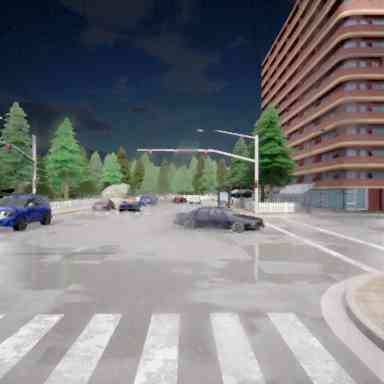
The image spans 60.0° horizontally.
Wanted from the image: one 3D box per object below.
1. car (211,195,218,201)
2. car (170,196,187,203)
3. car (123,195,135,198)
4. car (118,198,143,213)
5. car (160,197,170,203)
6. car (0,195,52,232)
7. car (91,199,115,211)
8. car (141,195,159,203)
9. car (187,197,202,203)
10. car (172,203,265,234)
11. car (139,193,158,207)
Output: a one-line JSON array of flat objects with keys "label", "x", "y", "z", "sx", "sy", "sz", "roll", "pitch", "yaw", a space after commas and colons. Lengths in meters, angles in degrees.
[{"label": "car", "x": 6.722, "y": 1.513, "z": 81.955, "sx": 1.812, "sy": 1.442, "sz": 4.674, "roll": 0, "pitch": 0, "yaw": 44}, {"label": "car", "x": -2.160, "y": 1.469, "z": 64.357, "sx": 1.882, "sy": 1.535, "sz": 5.008, "roll": 0, "pitch": 0, "yaw": 12}, {"label": "car", "x": -10.331, "y": 1.346, "z": 53.805, "sx": 2.097, "sy": 1.767, "sz": 4.553, "roll": 0, "pitch": 0, "yaw": 2}, {"label": "car", "x": -6.874, "y": 1.596, "z": 36.723, "sx": 1.895, "sy": 1.301, "sz": 4.718, "roll": 0, "pitch": 0, "yaw": -2}, {"label": "car", "x": -5.026, "y": 1.591, "z": 68.139, "sx": 1.895, "sy": 1.301, "sz": 4.718, "roll": 0, "pitch": 0, "yaw": 15}, {"label": "car", "x": -10.571, "y": 1.223, "z": 20.397, "sx": 2.150, "sy": 2.045, "sz": 5.566, "roll": 0, "pitch": 0, "yaw": 0}, {"label": "car", "x": -10.534, "y": 1.520, "z": 40.001, "sx": 1.812, "sy": 1.442, "sz": 4.674, "roll": 0, "pitch": 0, "yaw": 0}, {"label": "car", "x": -8.540, "y": 1.468, "z": 68.775, "sx": 1.882, "sy": 1.535, "sz": 5.008, "roll": 0, "pitch": 0, "yaw": 16}, {"label": "car", "x": 0.760, "y": 1.592, "z": 61.382, "sx": 1.895, "sy": 1.301, "sz": 4.718, "roll": 0, "pitch": 0, "yaw": 8}, {"label": "car", "x": 1.453, "y": 1.584, "z": 19.563, "sx": 5.357, "sy": 1.411, "sz": 2.033, "roll": 0, "pitch": 0, "yaw": 29}, {"label": "car", "x": -6.931, "y": 1.215, "z": 52.320, "sx": 2.150, "sy": 2.045, "sz": 5.566, "roll": 0, "pitch": 0, "yaw": 1}]
